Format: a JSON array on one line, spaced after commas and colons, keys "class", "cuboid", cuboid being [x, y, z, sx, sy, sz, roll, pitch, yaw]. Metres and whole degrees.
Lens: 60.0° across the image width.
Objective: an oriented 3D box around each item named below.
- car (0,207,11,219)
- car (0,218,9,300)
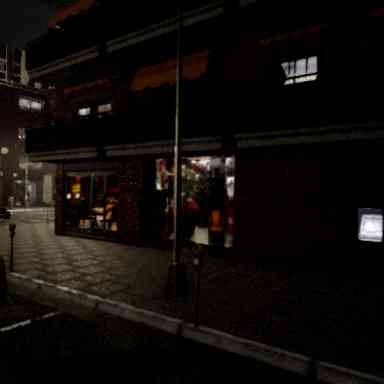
[{"class": "car", "cuboid": [-14.384, 1.285, 21.390, 1.882, 1.535, 5.008, 1, 1, 36]}, {"class": "car", "cuboid": [-5.636, 1.397, 6.883, 4.097, 1.590, 1.967, 0, 1, 36]}]
